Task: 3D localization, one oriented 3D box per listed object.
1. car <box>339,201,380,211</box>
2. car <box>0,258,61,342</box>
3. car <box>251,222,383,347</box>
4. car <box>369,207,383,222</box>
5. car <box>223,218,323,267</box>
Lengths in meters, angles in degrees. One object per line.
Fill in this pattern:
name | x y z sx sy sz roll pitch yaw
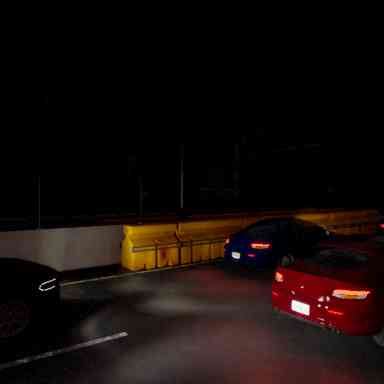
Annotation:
car | 16.658 1.601 33.087 4.718 1.301 1.895 0 0 -36
car | -4.560 1.478 4.792 5.008 1.535 1.882 0 0 -35
car | 3.451 1.526 6.217 4.674 1.442 1.812 0 0 -36
car | 10.853 1.547 15.784 5.357 1.411 2.033 0 0 -36
car | 3.052 1.526 10.226 4.674 1.442 1.812 0 0 -35
